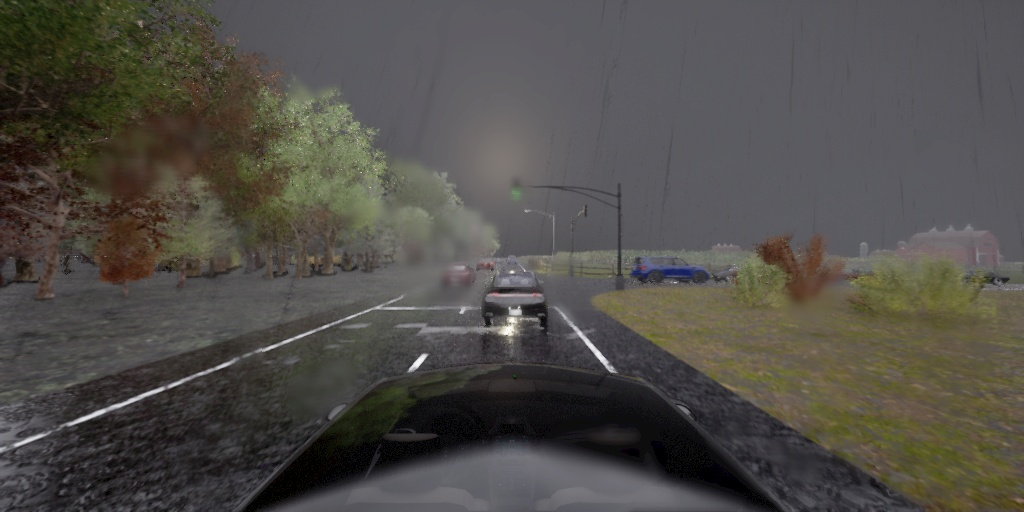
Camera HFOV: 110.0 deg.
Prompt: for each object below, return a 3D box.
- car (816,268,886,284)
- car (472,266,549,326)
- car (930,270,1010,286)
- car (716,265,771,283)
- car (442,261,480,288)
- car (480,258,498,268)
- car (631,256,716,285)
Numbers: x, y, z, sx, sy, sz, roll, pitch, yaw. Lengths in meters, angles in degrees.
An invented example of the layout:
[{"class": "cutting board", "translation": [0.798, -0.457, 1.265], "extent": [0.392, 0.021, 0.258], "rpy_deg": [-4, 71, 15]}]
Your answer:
[{"class": "car", "translation": [28.704, 1.697, 30.393], "extent": [4.718, 1.301, 1.895], "rpy_deg": [1, -1, 0]}, {"class": "car", "translation": [0.098, 1.236, 11.662], "extent": [2.128, 1.511, 4.902], "rpy_deg": [0, 0, 0]}, {"class": "car", "translation": [38.562, 1.805, 30.343], "extent": [4.718, 1.301, 1.895], "rpy_deg": [1, -1, 0]}, {"class": "car", "translation": [19.382, 1.499, 30.438], "extent": [4.892, 1.490, 1.837], "rpy_deg": [1, -1, 0]}, {"class": "car", "translation": [-3.402, 1.262, 23.670], "extent": [1.812, 1.442, 4.674], "rpy_deg": [0, 0, 0]}, {"class": "car", "translation": [-3.405, 1.068, 48.172], "extent": [2.097, 1.767, 4.553], "rpy_deg": [0, 0, 0]}, {"class": "car", "translation": [11.804, 1.078, 26.957], "extent": [5.566, 2.045, 2.150], "rpy_deg": [1, -3, -4]}]
